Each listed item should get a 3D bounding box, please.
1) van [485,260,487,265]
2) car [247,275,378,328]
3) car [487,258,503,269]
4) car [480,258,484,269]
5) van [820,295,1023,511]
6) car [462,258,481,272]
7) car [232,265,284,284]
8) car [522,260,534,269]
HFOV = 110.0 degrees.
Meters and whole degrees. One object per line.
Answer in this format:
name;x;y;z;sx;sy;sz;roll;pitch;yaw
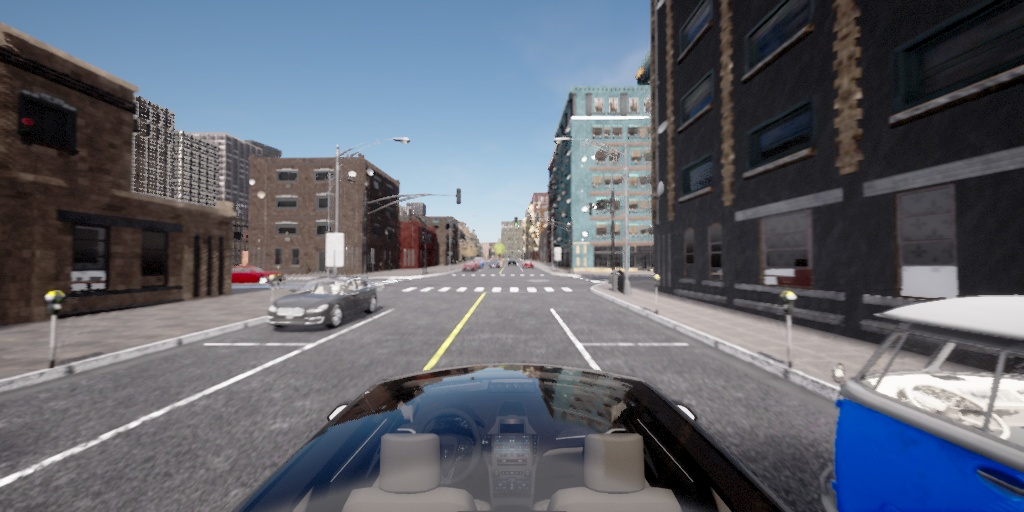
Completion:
van;-5.684;1.208;60.665;1.690;1.789;3.998;0;0;0
car;-5.689;1.320;11.340;2.007;1.370;4.403;0;0;0
car;-3.025;1.395;61.595;1.812;1.442;4.674;0;0;1
car;-5.685;1.401;54.977;1.888;1.381;4.507;0;0;0
van;2.691;1.089;0.518;1.690;1.789;3.998;0;0;0
car;-5.762;1.390;49.296;1.888;1.381;4.507;0;0;0
car;-19.292;1.413;26.588;4.507;1.381;1.888;0;0;1
car;2.697;1.308;60.725;1.967;1.591;4.097;0;0;0
